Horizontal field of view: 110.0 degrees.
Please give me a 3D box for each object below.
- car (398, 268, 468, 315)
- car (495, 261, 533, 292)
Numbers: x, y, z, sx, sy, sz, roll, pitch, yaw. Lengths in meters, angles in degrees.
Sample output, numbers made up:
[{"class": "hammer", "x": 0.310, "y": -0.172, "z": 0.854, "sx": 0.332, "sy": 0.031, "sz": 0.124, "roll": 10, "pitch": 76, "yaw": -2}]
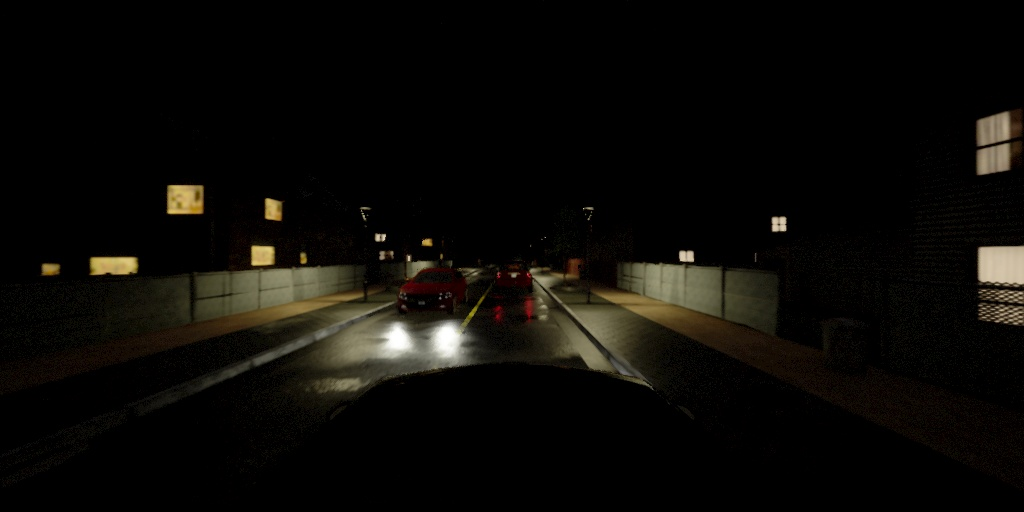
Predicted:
[{"class": "car", "x": -2.853, "y": 1.216, "z": 13.792, "sx": 1.882, "sy": 1.535, "sz": 5.008, "roll": 0, "pitch": 0, "yaw": 0}, {"class": "car", "x": 0.097, "y": 1.089, "z": 21.298, "sx": 2.097, "sy": 1.767, "sz": 4.553, "roll": 0, "pitch": 0, "yaw": 0}]
